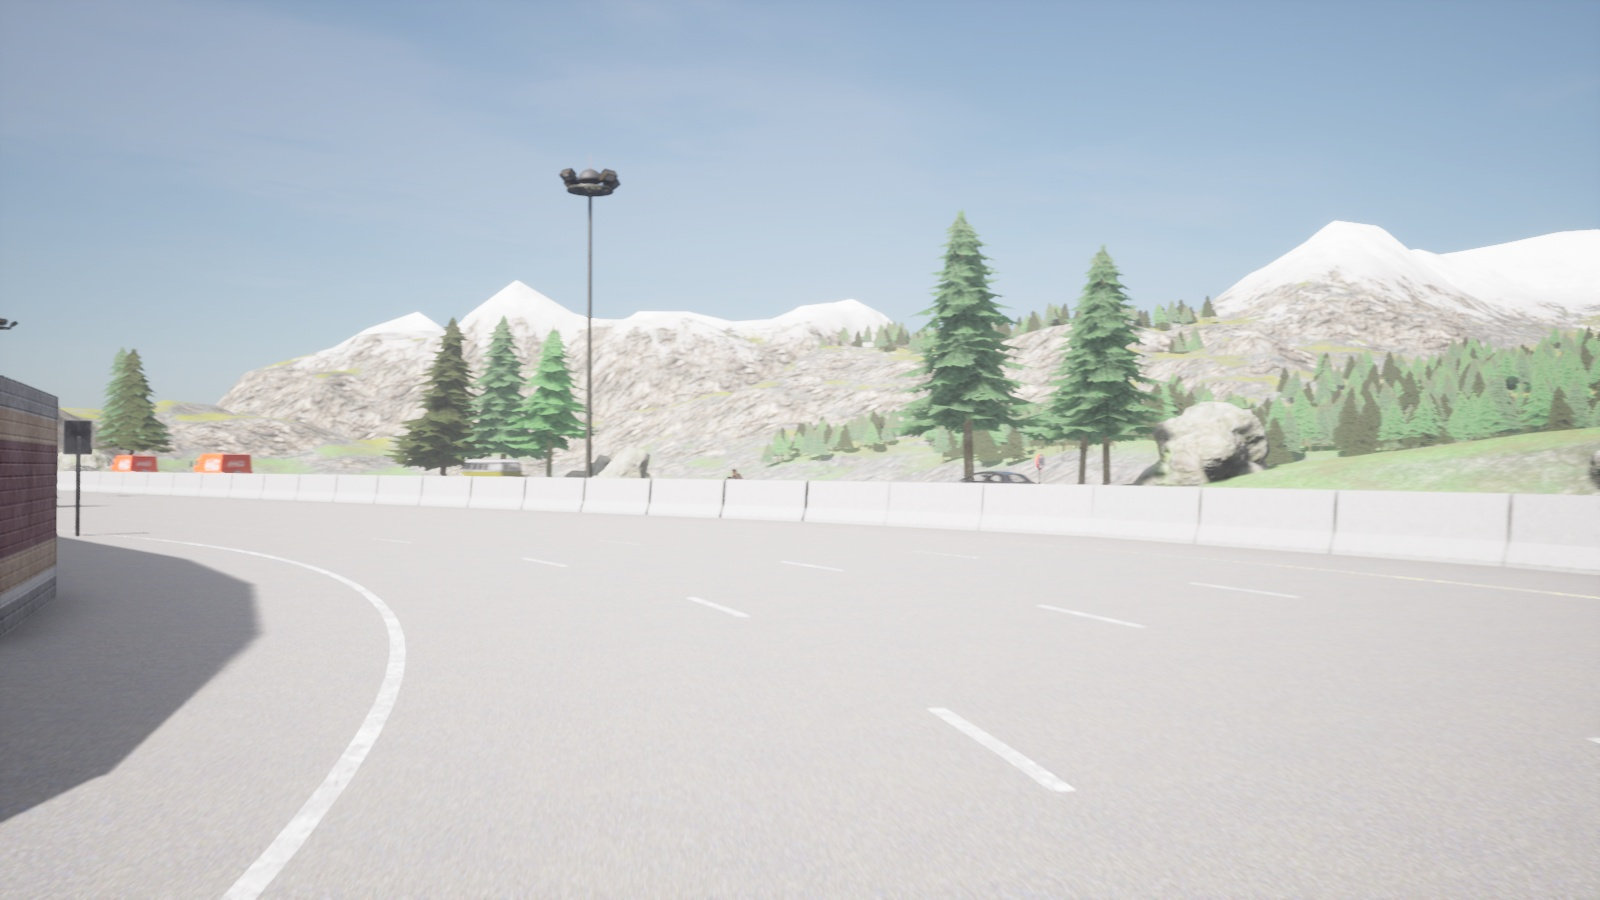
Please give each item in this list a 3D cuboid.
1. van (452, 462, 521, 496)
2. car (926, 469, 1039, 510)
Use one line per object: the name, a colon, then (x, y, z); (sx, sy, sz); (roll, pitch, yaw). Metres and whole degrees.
van: (-18.753, 1.716, 75.002); (4.442, 1.987, 1.775); (-1, -1, 41)
car: (6.913, 1.479, 47.963); (1.816, 1.474, 4.193); (1, -1, -38)
